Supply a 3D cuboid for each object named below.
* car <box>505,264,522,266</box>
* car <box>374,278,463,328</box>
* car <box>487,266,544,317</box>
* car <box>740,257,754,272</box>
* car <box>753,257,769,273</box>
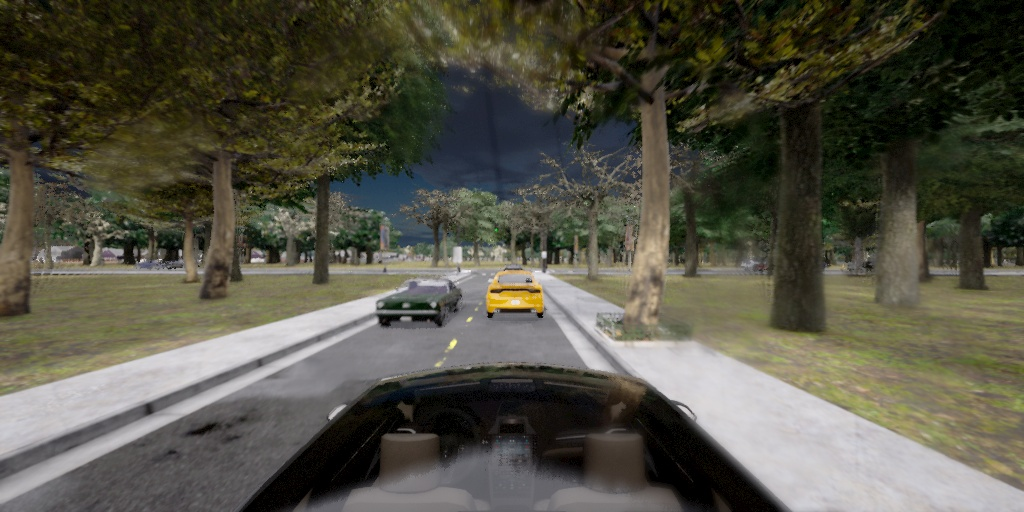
[{"bbox_3d":[0.123,1.422,30.295,2.128,1.511,4.902,0,0,0],"label":"car"},{"bbox_3d":[-2.842,1.412,11.860,1.895,1.301,4.718,0,0,0],"label":"car"},{"bbox_3d":[0.109,1.299,13.556,1.882,1.535,5.008,0,0,0],"label":"car"},{"bbox_3d":[36.640,1.222,52.622,5.566,2.045,2.150,0,0,0],"label":"car"},{"bbox_3d":[36.580,1.334,49.371,4.553,1.767,2.097,0,0,0],"label":"car"}]
